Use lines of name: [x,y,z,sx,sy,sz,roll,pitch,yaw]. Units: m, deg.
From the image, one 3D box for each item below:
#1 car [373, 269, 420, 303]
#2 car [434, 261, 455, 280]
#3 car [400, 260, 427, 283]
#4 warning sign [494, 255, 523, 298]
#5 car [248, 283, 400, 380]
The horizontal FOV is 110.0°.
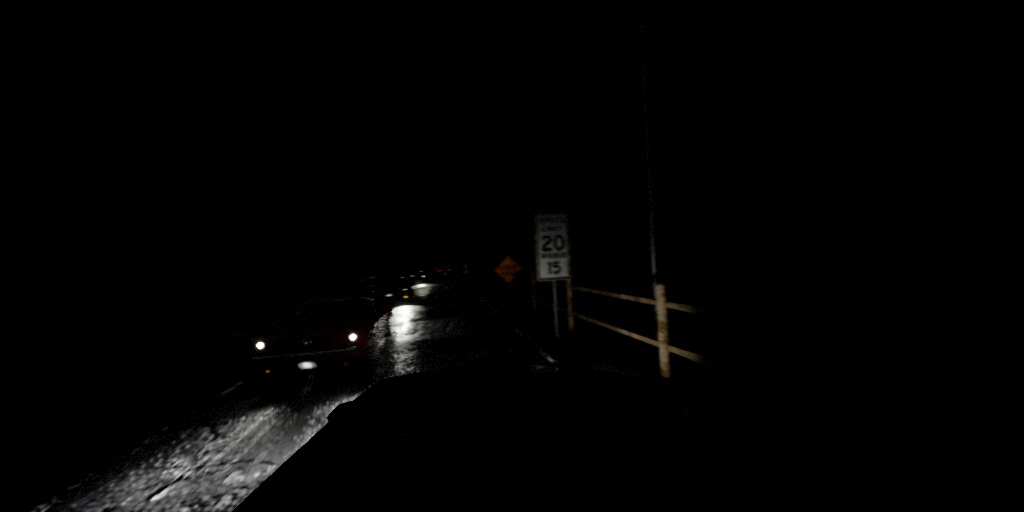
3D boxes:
car: [-5.987,1.625,18.247,1.994,1.385,4.181,-3,0,-12]
car: [-7.062,1.598,37.602,1.882,1.535,5.008,-3,0,-11]
car: [-9.302,1.456,34.235,2.150,2.045,5.566,-3,0,-12]
warning sign: [-0.090,0.875,16.003,1.300,1.860,1.060,0,0,-12]
car: [-3.897,1.551,8.188,1.895,1.301,4.718,-3,0,-12]
